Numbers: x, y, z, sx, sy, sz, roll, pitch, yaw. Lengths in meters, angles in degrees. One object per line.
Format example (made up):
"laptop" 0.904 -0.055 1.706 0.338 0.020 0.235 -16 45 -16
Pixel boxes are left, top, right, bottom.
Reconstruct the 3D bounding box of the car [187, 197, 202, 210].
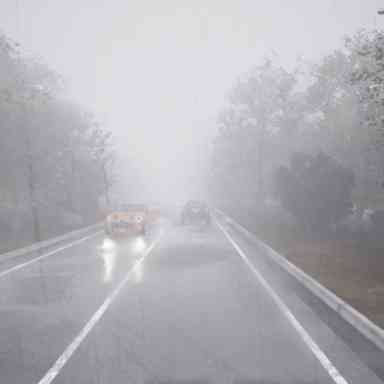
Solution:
"car" 0.383 1.504 44.200 1.882 1.535 5.008 0 0 0

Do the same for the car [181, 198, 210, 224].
"car" 0.257 1.370 25.184 2.097 1.767 4.553 0 0 0

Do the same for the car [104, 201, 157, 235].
"car" -3.468 1.359 18.951 2.097 1.767 4.553 0 0 1

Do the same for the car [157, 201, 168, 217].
"car" -3.303 1.542 31.224 1.812 1.442 4.674 0 0 0
